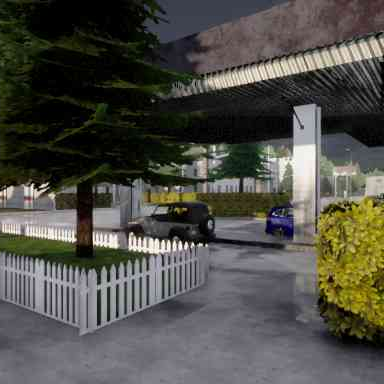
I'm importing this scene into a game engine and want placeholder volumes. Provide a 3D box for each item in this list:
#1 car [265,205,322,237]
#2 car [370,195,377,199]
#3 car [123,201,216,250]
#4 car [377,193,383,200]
[{"bbox_3d":[5.896,1.480,15.932,4.611,1.667,2.242,0,0,35],"label":"car"},{"bbox_3d":[33.116,1.298,60.206,2.007,1.523,4.514,0,0,35],"label":"car"},{"bbox_3d":[-0.905,1.313,13.783,3.866,1.878,1.905,0,0,35],"label":"car"},{"bbox_3d":[25.852,1.077,43.466,1.905,1.878,3.866,0,0,35],"label":"car"}]
